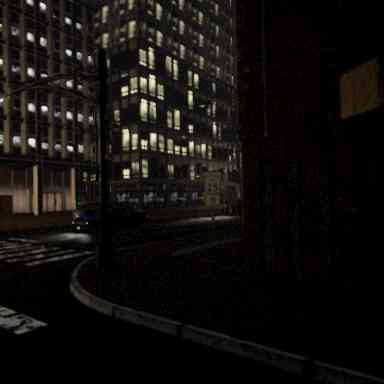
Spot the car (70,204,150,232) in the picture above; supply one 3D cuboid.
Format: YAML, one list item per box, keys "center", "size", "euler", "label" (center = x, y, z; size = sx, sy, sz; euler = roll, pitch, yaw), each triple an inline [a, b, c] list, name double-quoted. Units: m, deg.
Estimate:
- center: [-5.124, 1.728, 21.664]
  size: [2.033, 1.411, 5.357]
  euler: [-2, -1, 36]
  label: "car"

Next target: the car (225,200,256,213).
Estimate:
- center: [6.185, 1.819, 41.867]
  size: [1.752, 1.417, 4.829]
  euler: [-2, -1, 36]
  label: "car"

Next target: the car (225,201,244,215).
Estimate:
- center: [5.427, 1.706, 36.357]
  size: [2.128, 1.511, 4.902]
  euler: [-2, -1, 36]
  label: "car"

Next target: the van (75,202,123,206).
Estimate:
- center: [-6.665, 1.592, 23.969]
  size: [1.690, 1.788, 3.998]
  euler: [-2, -1, 36]
  label: "van"
